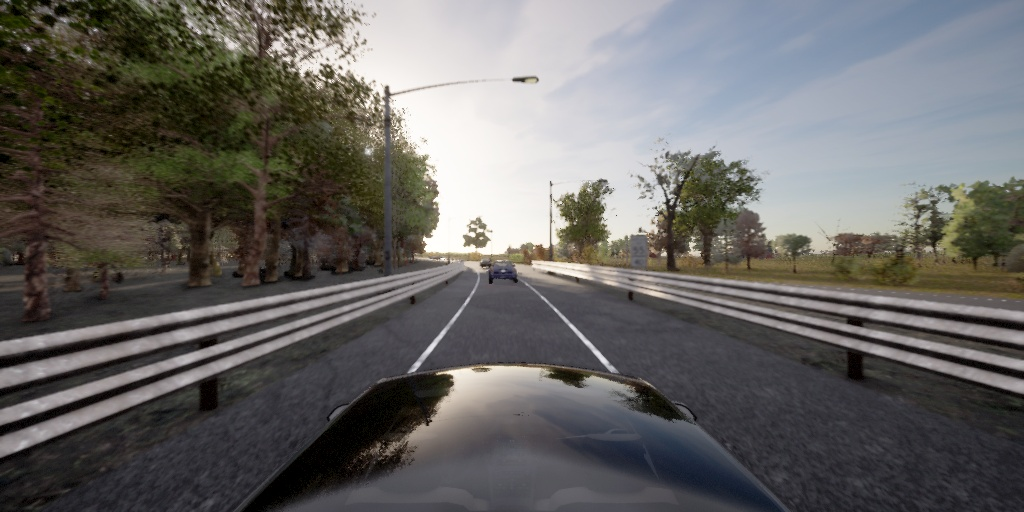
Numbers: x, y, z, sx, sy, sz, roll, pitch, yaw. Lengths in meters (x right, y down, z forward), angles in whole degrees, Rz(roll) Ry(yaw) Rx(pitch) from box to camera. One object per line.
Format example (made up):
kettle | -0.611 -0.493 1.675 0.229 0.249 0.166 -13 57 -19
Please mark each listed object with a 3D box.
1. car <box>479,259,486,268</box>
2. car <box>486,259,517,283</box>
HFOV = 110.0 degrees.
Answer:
car | -4.503 1.261 60.396 1.837 1.490 4.892 0 0 -9
car | -0.813 1.105 28.365 2.097 1.767 4.553 0 0 -4
